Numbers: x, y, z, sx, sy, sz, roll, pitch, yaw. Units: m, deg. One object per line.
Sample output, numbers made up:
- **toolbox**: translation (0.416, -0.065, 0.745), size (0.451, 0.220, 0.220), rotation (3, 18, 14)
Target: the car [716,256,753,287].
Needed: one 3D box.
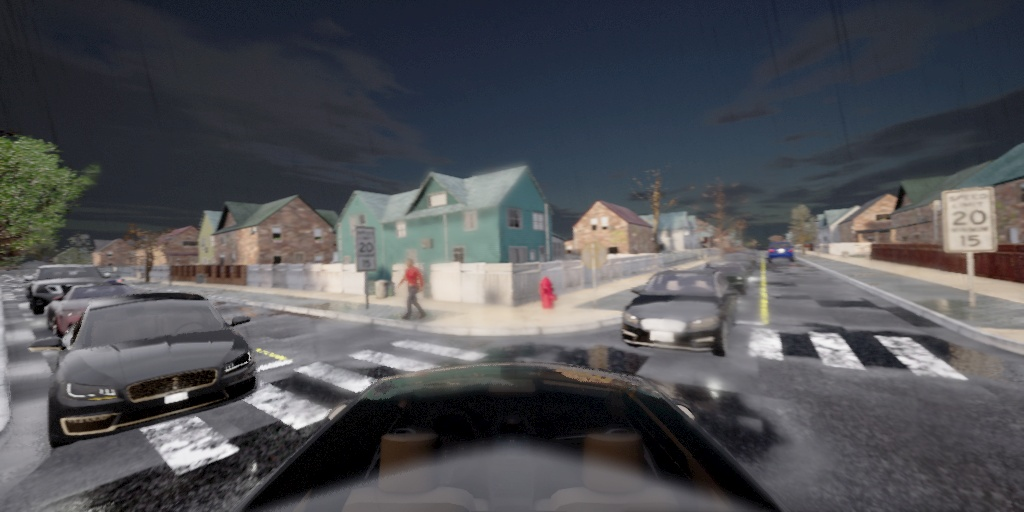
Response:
- **car**: translation (9.330, 0.893, 15.896), size (1.895, 1.301, 4.718), rotation (-3, 0, 35)

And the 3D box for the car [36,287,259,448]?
- **car**: translation (-5.594, 1.371, 5.596), size (4.892, 1.490, 1.837), rotation (-1, 0, 41)

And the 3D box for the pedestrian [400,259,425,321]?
- **pedestrian**: translation (-2.867, 0.927, 10.317), size (0.375, 1.860, 0.375), rotation (-3, -2, 35)

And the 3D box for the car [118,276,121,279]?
- **car**: translation (-33.259, 2.064, 29.138), size (4.718, 1.301, 1.895), rotation (-1, 0, 35)

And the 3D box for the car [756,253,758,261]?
- **car**: translation (22.361, 0.114, 34.498), size (2.128, 1.511, 4.902), rotation (-3, 0, 35)

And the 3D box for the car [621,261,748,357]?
- **car**: translation (4.015, 1.068, 8.286), size (2.128, 1.511, 4.902), rotation (-2, 1, 35)

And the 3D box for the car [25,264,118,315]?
- **car**: translation (-20.409, 1.409, 16.523), size (5.566, 2.045, 2.150), rotation (-1, 0, 35)

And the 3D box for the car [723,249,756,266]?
- **car**: translation (15.128, 0.494, 24.194), size (1.837, 1.490, 4.892), rotation (-3, 0, 35)

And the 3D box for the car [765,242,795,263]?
- **car**: translation (27.646, -0.419, 36.974), size (2.150, 2.045, 5.566), rotation (-3, 0, 35)

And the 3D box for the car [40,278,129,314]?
- **car**: translation (-12.845, 1.586, 11.221), size (4.181, 1.385, 1.994), rotation (-1, 0, 34)
